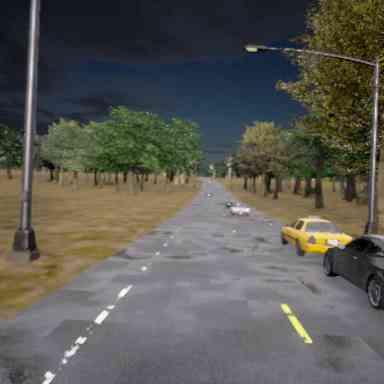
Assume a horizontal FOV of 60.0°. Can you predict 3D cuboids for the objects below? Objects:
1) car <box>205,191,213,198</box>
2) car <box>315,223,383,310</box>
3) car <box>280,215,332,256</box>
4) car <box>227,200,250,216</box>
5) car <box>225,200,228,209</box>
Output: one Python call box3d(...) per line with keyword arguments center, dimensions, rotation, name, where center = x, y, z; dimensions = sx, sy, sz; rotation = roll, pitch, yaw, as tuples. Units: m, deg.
box3d(center=(4.122, 0.534, 80.959), dimensions=(2.128, 1.511, 4.902), rotation=(2, 2, 3), name="car")
box3d(center=(4.834, 1.800, 8.274), dimensions=(1.812, 1.442, 4.674), rotation=(2, 0, 3), name="car")
box3d(center=(5.157, 1.783, 14.455), dimensions=(1.801, 1.575, 5.366), rotation=(2, 0, 3), name="car")
box3d(center=(5.333, 1.923, 37.409), dimensions=(1.895, 1.301, 4.718), rotation=(2, 1, 4), name="car")
box3d(center=(5.912, 1.765, 49.018), dimensions=(1.895, 1.301, 4.718), rotation=(2, 1, 3), name="car")
